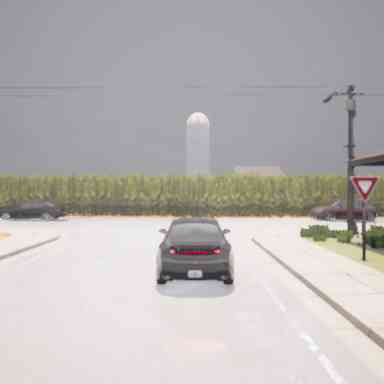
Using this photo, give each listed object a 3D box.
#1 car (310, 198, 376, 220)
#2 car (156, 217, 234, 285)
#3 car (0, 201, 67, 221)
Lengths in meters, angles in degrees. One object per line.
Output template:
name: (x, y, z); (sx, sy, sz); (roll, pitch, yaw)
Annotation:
car: (11.503, 1.334, 25.541); (4.553, 1.767, 2.097); (0, 0, 1)
car: (0.081, 1.487, 9.453); (1.837, 1.490, 4.892); (0, 0, 0)
car: (-12.454, 1.458, 26.063); (5.008, 1.535, 1.882); (0, 0, 1)
